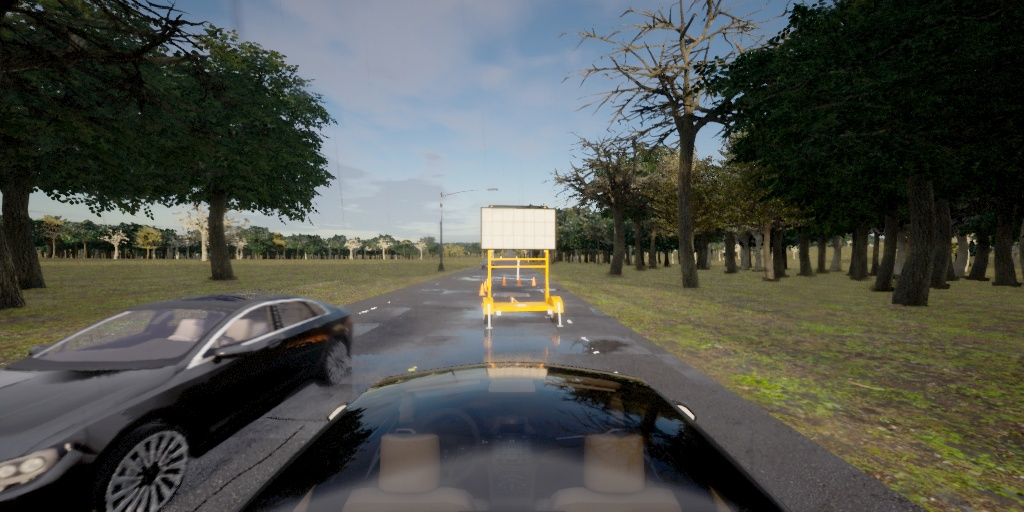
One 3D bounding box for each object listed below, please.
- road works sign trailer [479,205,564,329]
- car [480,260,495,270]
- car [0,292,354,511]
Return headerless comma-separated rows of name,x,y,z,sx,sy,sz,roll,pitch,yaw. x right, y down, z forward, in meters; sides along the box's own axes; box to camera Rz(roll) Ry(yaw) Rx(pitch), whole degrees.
road works sign trailer,0.182,0.211,11.364,2.380,3.560,2.880,0,0,-8
car,-3.569,1.294,52.543,1.837,1.490,4.892,0,0,0
car,-3.603,1.240,4.164,2.128,1.511,4.902,0,0,0
